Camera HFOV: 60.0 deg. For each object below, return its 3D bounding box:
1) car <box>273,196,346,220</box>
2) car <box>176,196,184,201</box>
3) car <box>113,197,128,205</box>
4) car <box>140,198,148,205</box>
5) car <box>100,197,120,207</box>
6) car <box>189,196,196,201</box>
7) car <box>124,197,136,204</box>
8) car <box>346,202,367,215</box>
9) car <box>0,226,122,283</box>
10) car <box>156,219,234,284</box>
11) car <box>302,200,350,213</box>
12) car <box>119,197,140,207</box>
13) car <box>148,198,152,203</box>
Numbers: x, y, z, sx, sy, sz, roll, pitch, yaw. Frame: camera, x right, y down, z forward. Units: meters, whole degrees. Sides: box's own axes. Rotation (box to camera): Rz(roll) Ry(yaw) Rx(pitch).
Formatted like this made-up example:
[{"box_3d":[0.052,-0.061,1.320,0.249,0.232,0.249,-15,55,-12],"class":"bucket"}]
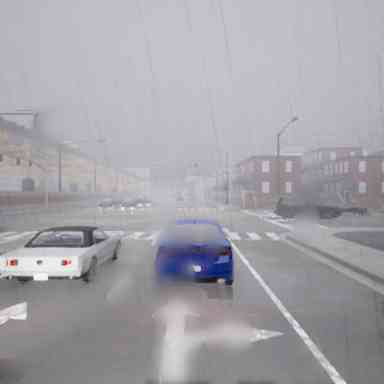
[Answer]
[{"box_3d":[9.826,1.347,28.695,5.566,2.045,2.150,0,0,2],"class":"car"},{"box_3d":[-3.383,1.913,94.195,1.837,1.490,4.892,0,0,0],"class":"car"},{"box_3d":[-13.949,1.790,65.108,1.837,1.490,4.892,0,0,1],"class":"car"},{"box_3d":[-10.438,1.852,65.810,1.994,1.385,4.181,0,0,1],"class":"car"},{"box_3d":[-14.015,1.771,55.912,1.812,1.442,4.674,0,0,0],"class":"car"},{"box_3d":[0.117,1.953,94.240,2.033,1.411,5.357,0,0,0],"class":"car"},{"box_3d":[-13.907,1.830,75.179,1.837,1.490,4.892,0,0,0],"class":"car"},{"box_3d":[16.504,1.721,35.830,4.181,1.385,1.994,0,0,0],"class":"car"},{"box_3d":[-3.412,1.644,9.773,1.895,1.301,4.718,0,0,0],"class":"car"},{"box_3d":[0.085,1.521,9.742,1.882,1.535,5.008,0,0,0],"class":"car"},{"box_3d":[15.761,1.664,39.334,4.902,1.511,2.128,0,0,0],"class":"car"},{"box_3d":[-10.515,1.772,56.110,1.812,1.442,4.674,0,0,-1],"class":"car"},{"box_3d":[-10.406,1.928,75.993,1.895,1.301,4.718,0,0,0],"class":"car"}]
